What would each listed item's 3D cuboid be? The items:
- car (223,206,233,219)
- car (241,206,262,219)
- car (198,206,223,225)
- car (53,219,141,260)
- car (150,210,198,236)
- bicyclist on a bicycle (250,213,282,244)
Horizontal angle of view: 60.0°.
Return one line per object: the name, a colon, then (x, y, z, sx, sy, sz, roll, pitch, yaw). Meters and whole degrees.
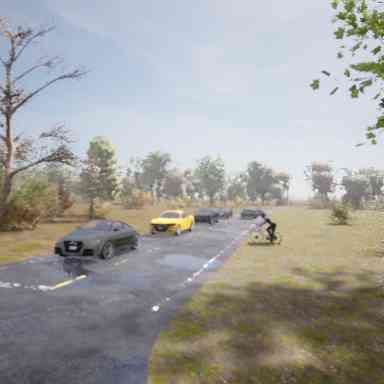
car: (4.098, 2.596, 42.601, 2.128, 1.511, 4.902, 0, -1, 16)
car: (7.373, 2.648, 42.673, 2.128, 1.511, 4.902, 1, -2, 15)
car: (1.379, 2.297, 32.594, 1.882, 1.535, 5.008, 1, -1, 15)
car: (-3.699, 1.842, 13.681, 1.994, 1.385, 4.181, 1, -1, 15)
car: (-1.285, 2.014, 22.690, 1.882, 1.535, 5.008, 1, -1, 15)
bicyclist on a bicycle: (3.928, 1.950, 17.612, 1.656, 1.620, 0.582, 0, -1, 15)
